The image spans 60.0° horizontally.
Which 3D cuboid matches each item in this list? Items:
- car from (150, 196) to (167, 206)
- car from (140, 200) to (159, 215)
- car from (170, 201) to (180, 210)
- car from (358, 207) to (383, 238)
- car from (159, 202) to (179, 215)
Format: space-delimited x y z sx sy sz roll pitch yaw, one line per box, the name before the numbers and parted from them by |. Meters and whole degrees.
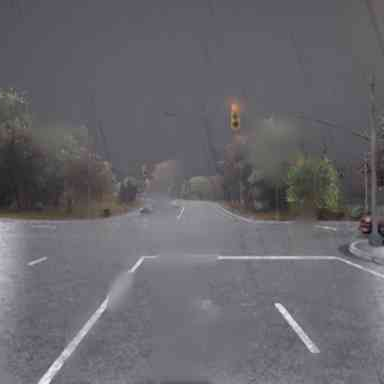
car | -7.075 2.495 69.376 2.150 2.045 5.566 0 1 0
car | -7.139 2.700 54.185 2.097 1.767 4.553 0 0 0
car | -3.575 2.796 69.272 1.812 1.442 4.674 0 1 0
car | 12.353 1.699 19.451 4.553 1.767 2.097 0 -2 -1
car | -3.643 2.893 53.997 2.033 1.411 5.357 0 0 0
